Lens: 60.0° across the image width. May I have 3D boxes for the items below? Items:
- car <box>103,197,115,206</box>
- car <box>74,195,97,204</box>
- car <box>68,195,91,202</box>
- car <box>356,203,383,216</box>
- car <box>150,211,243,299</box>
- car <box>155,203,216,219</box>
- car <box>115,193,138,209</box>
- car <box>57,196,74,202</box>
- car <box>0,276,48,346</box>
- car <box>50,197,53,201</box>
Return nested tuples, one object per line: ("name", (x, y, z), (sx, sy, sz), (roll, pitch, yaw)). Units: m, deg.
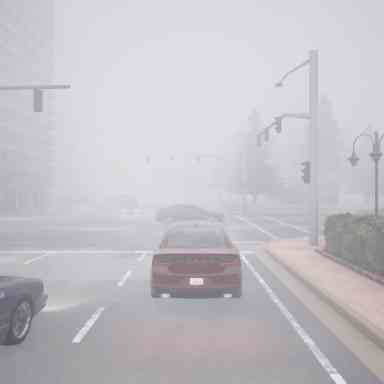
("car", (-13.414, 1.547, 56.041), (2.033, 1.411, 5.357), (0, 0, -33))
("car", (-20.100, 1.491, 64.063), (4.902, 1.511, 2.128), (0, 0, 43))
("car", (-25.773, 1.478, 76.370), (5.008, 1.535, 1.882), (0, 0, 24))
("car", (15.618, 1.581, 26.570), (4.674, 1.442, 1.812), (0, 0, 0))
("car", (0.094, 1.478, 8.536), (1.882, 1.535, 5.008), (0, 0, 0))
("car", (-0.112, 1.544, 23.017), (4.892, 1.490, 1.837), (0, 0, 0))
("car", (-9.042, 1.221, 46.690), (2.150, 2.045, 5.566), (0, 0, -20))
("car", (-27.152, 1.540, 73.161), (5.357, 1.411, 2.033), (0, 0, 24))
("car", (-3.428, 1.547, 3.309), (2.033, 1.411, 5.357), (0, 0, 0))
("car", (-35.598, 1.468, 79.847), (4.181, 1.385, 1.994), (0, 0, 9))
